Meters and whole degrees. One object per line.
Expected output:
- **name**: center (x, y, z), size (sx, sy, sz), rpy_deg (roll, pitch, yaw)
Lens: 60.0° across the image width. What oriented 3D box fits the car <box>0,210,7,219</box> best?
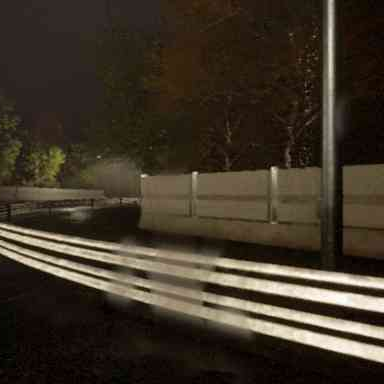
- **car**: center (-16.827, 1.622, 26.863), size (2.033, 1.411, 5.357), rpy_deg (0, 0, -9)
